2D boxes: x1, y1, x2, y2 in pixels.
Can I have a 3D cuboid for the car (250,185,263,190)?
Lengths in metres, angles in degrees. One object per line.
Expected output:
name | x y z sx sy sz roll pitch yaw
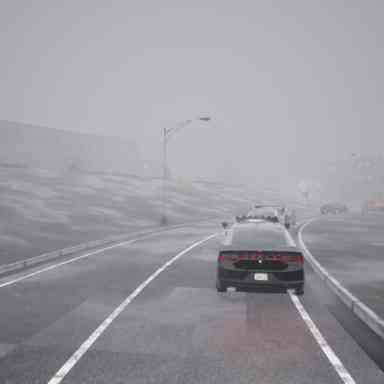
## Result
car | 13.368 -0.839 75.551 2.231 1.521 4.892 -4 -6 42

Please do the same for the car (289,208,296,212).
car | 6.136 1.692 23.490 1.837 1.490 4.892 -2 -1 24

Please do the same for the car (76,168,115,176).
car | -14.379 -2.726 48.531 4.892 1.521 2.231 3 -5 -41

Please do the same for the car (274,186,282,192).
car | 20.633 -0.419 84.129 2.435 2.045 5.566 -3 -6 40

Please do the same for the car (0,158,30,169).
car | -22.679 -3.283 41.423 4.553 1.767 2.185 3 -5 -41

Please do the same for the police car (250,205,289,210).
police car | 4.061 1.544 18.270 1.930 1.638 5.238 -1 -1 19

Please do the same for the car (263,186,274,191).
car | 17.048 -0.642 79.817 2.185 1.767 4.553 -4 -6 41

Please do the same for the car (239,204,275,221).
car | 6.572 1.994 33.011 1.812 1.442 4.674 -3 -3 33

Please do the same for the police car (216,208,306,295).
police car | 1.749 1.458 9.009 1.930 1.638 5.238 -1 0 9

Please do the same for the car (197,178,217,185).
car | 1.947 -1.825 63.452 4.553 1.767 2.185 4 -6 -44

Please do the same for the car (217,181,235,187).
car | 5.953 -1.381 67.525 2.163 1.488 4.792 -4 -6 44

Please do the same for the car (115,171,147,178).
car | -10.197 -2.495 52.126 4.892 1.521 2.231 3 -5 -41

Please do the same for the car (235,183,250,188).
car | 9.737 -1.087 71.532 2.002 1.452 4.674 -4 -6 43

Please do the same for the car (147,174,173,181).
car | -6.062 -2.200 55.815 4.674 1.452 2.002 4 -6 -42

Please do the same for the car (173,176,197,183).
car | -2.008 -1.973 59.596 5.008 1.535 2.097 4 -6 -43

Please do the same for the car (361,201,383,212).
car | 27.245 2.116 49.726 4.553 1.767 2.097 2 -4 -39

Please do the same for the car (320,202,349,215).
car | 17.853 2.049 41.565 4.892 1.490 1.837 1 -4 -41
